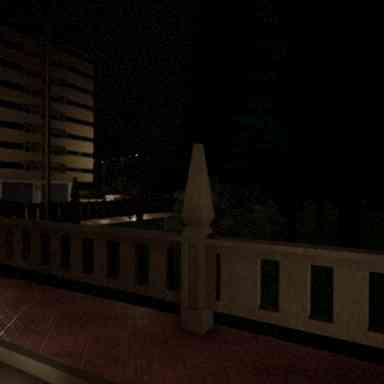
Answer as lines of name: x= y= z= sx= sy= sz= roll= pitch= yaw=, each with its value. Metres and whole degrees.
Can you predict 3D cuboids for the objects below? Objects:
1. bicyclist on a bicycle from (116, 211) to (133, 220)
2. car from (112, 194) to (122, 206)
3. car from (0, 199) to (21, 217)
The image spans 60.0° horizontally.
bicyclist on a bicycle: x=-4.876 y=1.208 z=24.005 sx=1.656 sy=1.620 sz=0.582 roll=0 pitch=0 yaw=29
car: x=-8.794 y=0.990 z=46.801 sx=2.150 sy=2.045 sz=5.566 roll=1 pitch=0 yaw=29
car: x=-16.077 y=1.304 z=26.451 sx=2.128 sy=1.511 sz=4.902 roll=1 pitch=0 yaw=29
